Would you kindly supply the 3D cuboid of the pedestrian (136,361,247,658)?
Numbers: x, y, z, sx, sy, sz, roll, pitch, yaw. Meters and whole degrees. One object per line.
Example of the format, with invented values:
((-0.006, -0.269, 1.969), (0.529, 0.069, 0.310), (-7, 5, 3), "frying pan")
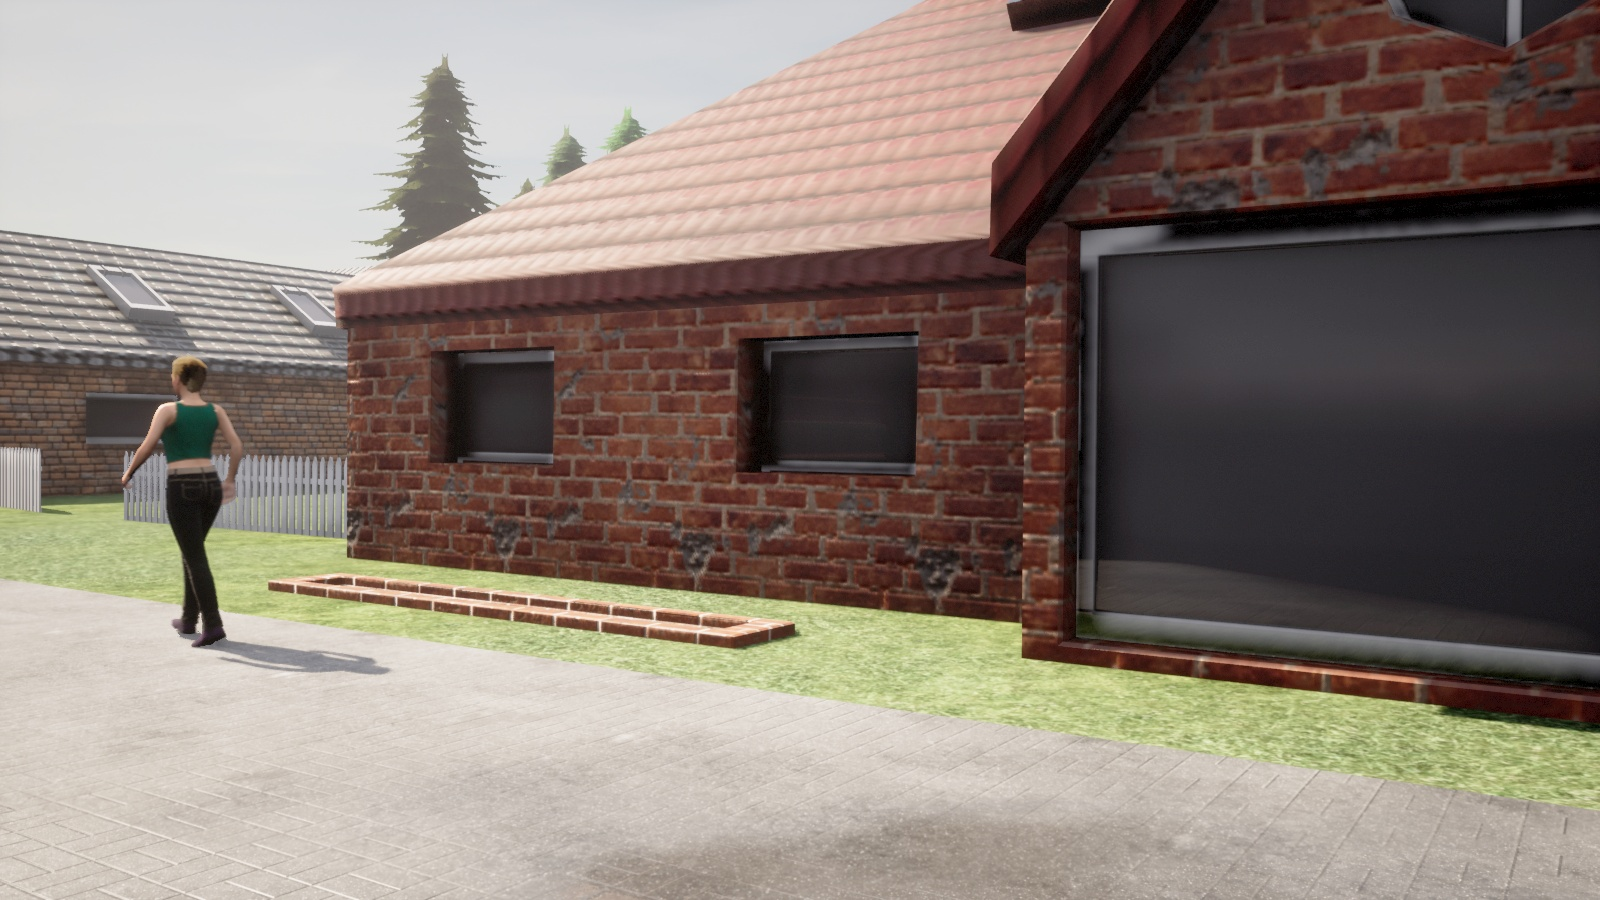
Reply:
((-3.907, 0.366, 8.062), (0.594, 1.836, 0.345), (0, 1, 31), "pedestrian")
